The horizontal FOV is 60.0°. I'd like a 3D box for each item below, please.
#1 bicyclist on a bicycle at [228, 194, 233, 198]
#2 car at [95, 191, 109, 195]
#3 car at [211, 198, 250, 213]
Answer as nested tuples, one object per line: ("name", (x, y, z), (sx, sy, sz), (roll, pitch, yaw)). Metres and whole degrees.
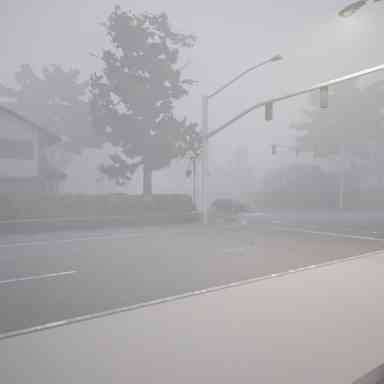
("bicyclist on a bicycle", (5.873, 1.176, 51.054), (1.656, 1.620, 0.582), (0, 0, -36))
("car", (-20.439, 0.855, 75.225), (2.150, 2.045, 5.566), (0, 0, -36))
("car", (4.100, 1.416, 35.764), (1.837, 1.490, 4.892), (0, 0, -36))
